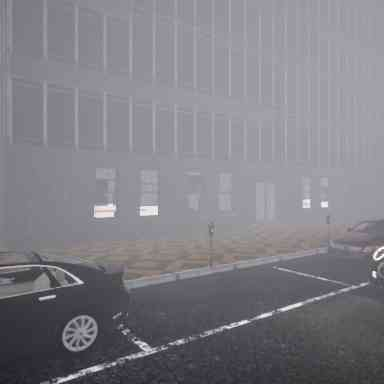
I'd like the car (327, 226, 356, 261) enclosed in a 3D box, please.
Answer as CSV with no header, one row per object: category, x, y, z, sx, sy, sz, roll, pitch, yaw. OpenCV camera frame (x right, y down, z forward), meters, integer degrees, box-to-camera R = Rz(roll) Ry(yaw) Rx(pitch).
car,6.259,1.582,11.057,4.206,1.307,1.802,0,0,-36

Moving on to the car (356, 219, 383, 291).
car,6.122,1.352,7.772,4.553,1.767,2.097,0,0,-36

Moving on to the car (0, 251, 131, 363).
car,-2.993,1.551,4.424,4.403,1.369,2.008,0,0,-36
